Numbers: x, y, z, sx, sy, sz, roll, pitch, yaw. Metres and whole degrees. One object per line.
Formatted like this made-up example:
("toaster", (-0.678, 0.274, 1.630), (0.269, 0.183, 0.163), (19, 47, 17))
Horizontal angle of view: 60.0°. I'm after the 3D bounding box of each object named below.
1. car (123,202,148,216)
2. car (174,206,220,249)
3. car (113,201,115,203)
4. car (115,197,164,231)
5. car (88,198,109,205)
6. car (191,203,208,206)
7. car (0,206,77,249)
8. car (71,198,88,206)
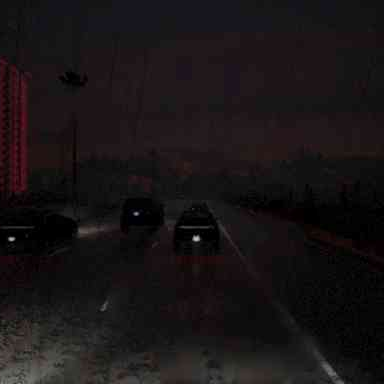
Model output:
("car", (-6.204, 1.835, 36.912), (1.895, 1.301, 4.718), (0, 0, 2))
("car", (0.219, 1.588, 15.096), (2.128, 1.511, 4.902), (0, 0, 1))
("car", (-12.713, 1.877, 58.800), (1.837, 1.490, 4.892), (0, 0, 2))
("car", (-3.129, 1.362, 21.805), (2.150, 2.045, 5.566), (0, 0, 2))
("car", (-16.208, 1.851, 58.805), (1.882, 1.535, 5.008), (0, 0, 2))
("car", (0.800, 1.836, 36.953), (1.895, 1.301, 4.718), (0, 0, 2))
("car", (-6.784, 1.588, 15.063), (2.128, 1.511, 4.902), (0, 0, 1))
("car", (-19.710, 1.876, 58.658), (1.837, 1.490, 4.892), (0, 0, 2))
